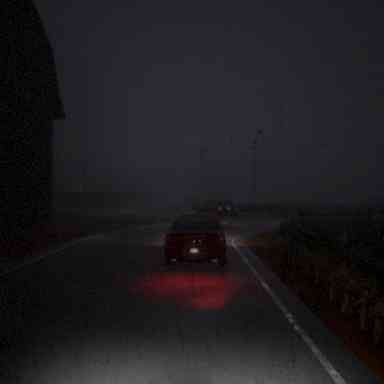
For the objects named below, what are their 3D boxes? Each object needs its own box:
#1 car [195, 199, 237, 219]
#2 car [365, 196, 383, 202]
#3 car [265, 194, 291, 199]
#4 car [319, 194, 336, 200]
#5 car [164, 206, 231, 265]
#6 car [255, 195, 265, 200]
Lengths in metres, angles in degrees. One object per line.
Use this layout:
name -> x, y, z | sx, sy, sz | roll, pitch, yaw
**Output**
car -> 1.846, 1.353, 28.558 | 2.097, 1.767, 4.553 | 0, 0, -31
car -> 30.667, 1.533, 54.152 | 4.611, 1.667, 2.242 | 0, 0, 3
car -> 18.138, 1.372, 68.820 | 4.605, 1.855, 1.932 | 0, 0, 3
car -> 31.890, 1.386, 78.328 | 3.866, 1.878, 1.905 | 0, 0, 3
car -> 0.223, 1.487, 11.774 | 1.882, 1.535, 5.008 | 0, 0, 4
car -> 19.094, 1.601, 91.279 | 3.905, 1.438, 1.784 | 0, 0, 3
